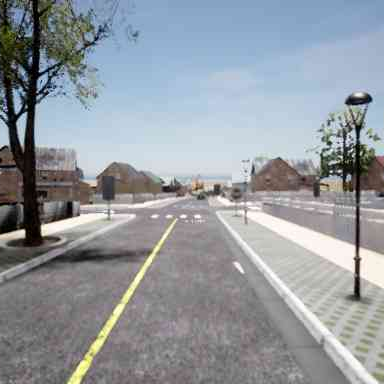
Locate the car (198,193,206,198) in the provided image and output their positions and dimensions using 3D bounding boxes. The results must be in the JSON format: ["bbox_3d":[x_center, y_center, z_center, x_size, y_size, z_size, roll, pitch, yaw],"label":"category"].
[{"bbox_3d":[2.888,1.067,93.321,2.033,1.411,5.357,0,0,4],"label":"car"}]

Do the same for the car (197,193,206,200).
[{"bbox_3d":[2.308,1.012,83.300,2.097,1.767,4.553,0,0,3],"label":"car"}]
